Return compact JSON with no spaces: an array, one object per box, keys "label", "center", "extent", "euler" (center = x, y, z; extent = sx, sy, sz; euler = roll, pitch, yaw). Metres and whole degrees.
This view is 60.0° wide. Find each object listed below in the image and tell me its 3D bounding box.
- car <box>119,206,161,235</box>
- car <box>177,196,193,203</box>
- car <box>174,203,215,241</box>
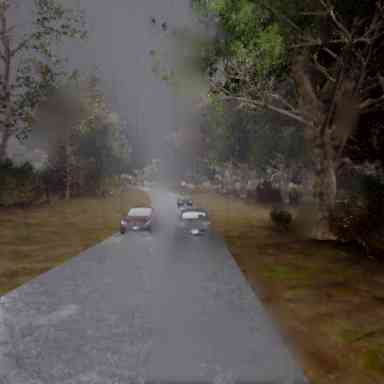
[{"label":"car","center":[-2.839,1.536,18.974],"extent":[1.812,1.442,4.674],"euler":[0,0,0]},{"label":"car","center":[-0.960,1.132,42.104],"extent":[1.895,1.301,4.718],"euler":[-1,2,-5]},{"label":"car","center":[0.098,1.522,16.573],"extent":[1.812,1.442,4.674],"euler":[-1,0,0]}]
